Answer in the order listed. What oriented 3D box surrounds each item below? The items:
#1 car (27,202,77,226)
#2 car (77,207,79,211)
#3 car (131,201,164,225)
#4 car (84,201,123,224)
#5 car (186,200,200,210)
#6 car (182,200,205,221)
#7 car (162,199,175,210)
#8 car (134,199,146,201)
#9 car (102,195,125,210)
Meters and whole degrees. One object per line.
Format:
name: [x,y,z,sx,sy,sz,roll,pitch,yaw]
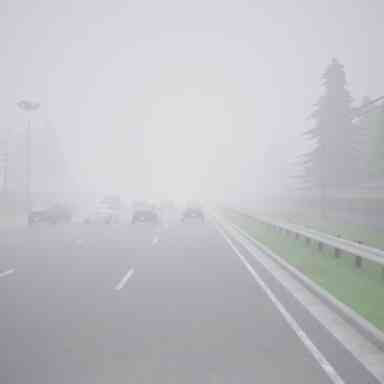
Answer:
car: [-10.400,1.649,24.564,1.812,1.442,4.674,0,0,0]
car: [-13.913,1.727,35.687,2.033,1.411,5.357,0,0,0]
car: [-3.399,1.653,25.193,1.812,1.442,4.674,0,0,0]
car: [-6.979,1.657,26.018,1.812,1.442,4.674,0,0,0]
car: [0.099,1.848,48.535,1.895,1.301,4.718,0,0,0]
car: [0.100,1.670,28.382,1.812,1.442,4.674,0,0,0]
car: [-3.402,1.726,45.923,2.128,1.511,4.902,0,0,0]
car: [-6.919,1.704,44.739,1.882,1.535,5.008,0,0,0]
car: [-10.402,1.445,43.981,2.150,2.045,5.566,0,0,0]
